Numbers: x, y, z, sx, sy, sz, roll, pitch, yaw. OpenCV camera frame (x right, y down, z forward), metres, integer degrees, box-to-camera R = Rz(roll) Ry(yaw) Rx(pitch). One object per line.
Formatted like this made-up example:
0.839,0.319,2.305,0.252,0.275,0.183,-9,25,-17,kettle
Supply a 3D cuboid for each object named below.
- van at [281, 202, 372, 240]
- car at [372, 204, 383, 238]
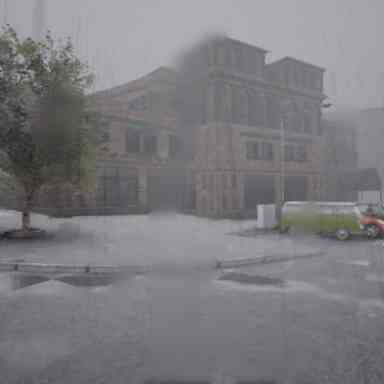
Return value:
7.416,1.555,18.773,4.442,1.987,1.878,0,-2,34,van
9.713,1.773,20.606,4.553,1.767,2.185,0,-3,34,car
